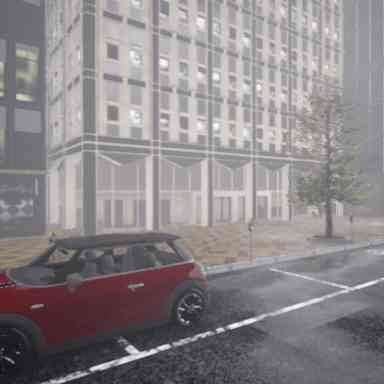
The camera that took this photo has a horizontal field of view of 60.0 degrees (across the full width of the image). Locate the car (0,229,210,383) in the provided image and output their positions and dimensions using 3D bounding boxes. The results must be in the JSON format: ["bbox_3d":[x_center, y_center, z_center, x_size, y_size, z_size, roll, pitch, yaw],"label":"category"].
[{"bbox_3d":[-1.760,1.443,5.305,4.097,1.590,1.967,0,0,-35],"label":"car"}]
